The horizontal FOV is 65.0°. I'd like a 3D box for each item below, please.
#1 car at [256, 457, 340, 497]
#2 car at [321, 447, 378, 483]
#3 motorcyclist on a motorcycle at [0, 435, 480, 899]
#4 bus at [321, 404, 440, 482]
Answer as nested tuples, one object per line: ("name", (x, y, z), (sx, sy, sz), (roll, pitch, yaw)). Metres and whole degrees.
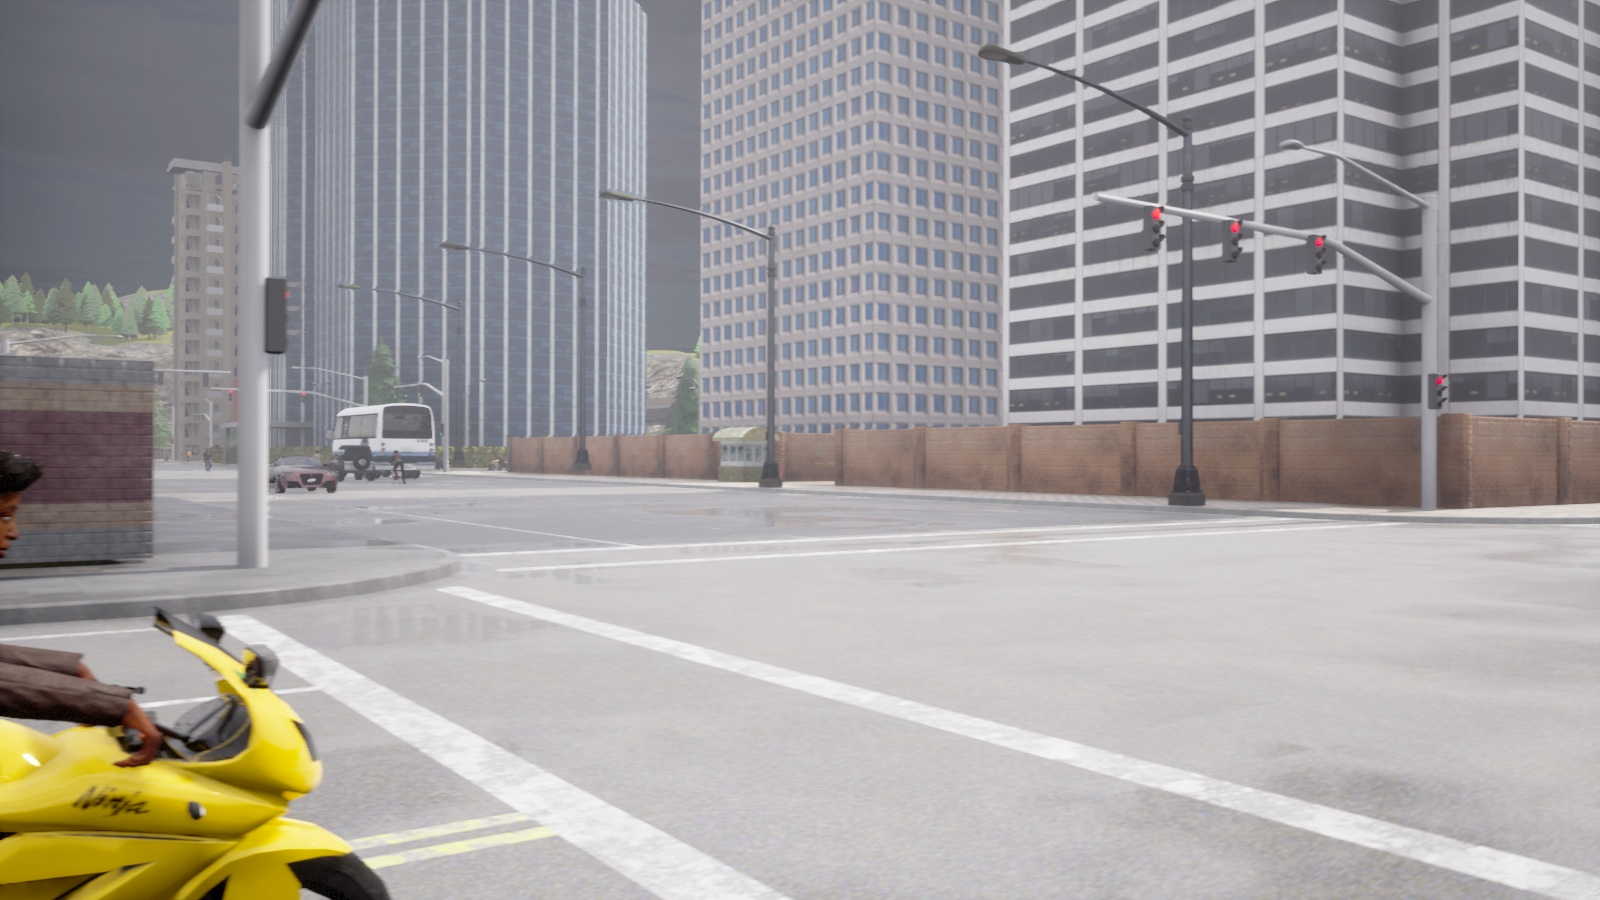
("car", (-18.507, 0.972, 46.199), (1.994, 1.385, 4.181), (0, 0, -35))
("car", (-23.757, 0.773, 66.155), (1.905, 1.878, 3.866), (0, 0, -35))
("motorcyclist on a motorcycle", (-1.754, 0.736, 2.441), (2.044, 1.523, 0.797), (0, 0, -35))
("bus", (-24.876, -0.373, 73.945), (3.944, 4.253, 10.273), (0, 0, -35))
